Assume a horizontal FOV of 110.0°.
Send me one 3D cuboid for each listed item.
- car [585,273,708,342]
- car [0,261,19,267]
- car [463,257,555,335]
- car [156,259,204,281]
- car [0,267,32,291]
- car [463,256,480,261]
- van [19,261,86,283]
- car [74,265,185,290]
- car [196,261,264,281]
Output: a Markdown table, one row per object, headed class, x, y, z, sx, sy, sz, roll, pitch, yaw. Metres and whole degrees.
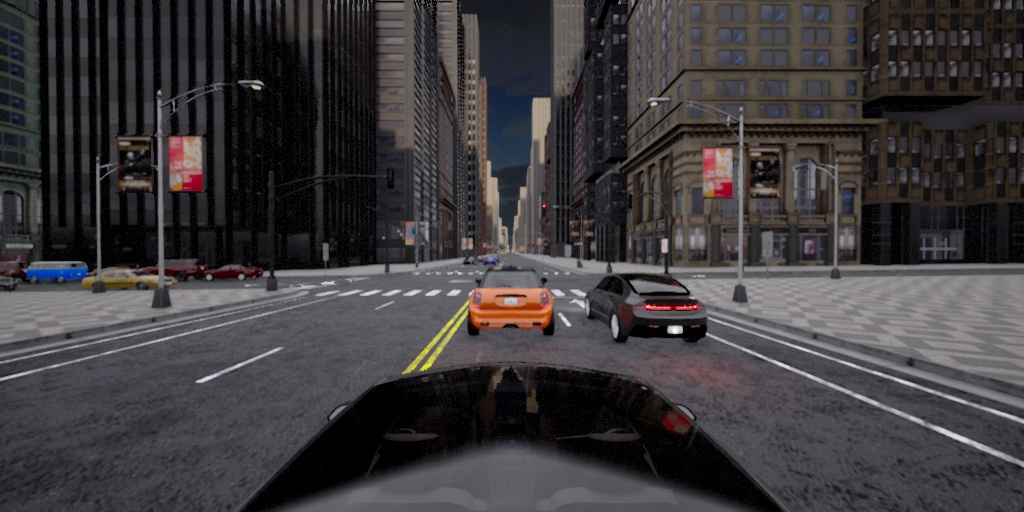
| class | x | y | z | sx | sy | sz | roll | pitch | yaw |
| --- | --- | --- | --- | --- | --- | --- | --- | --- | --- |
| car | 3.223 | 1.197 | 9.523 | 1.837 | 1.490 | 4.892 | 0 | 0 | 0 |
| car | -44.430 | 1.407 | 31.060 | 5.009 | 1.841 | 2.192 | 0 | 0 | 0 |
| car | -0.020 | 1.038 | 10.378 | 2.097 | 1.767 | 4.553 | 0 | 0 | 0 |
| car | -29.169 | 1.201 | 31.064 | 5.009 | 1.841 | 2.192 | 0 | 0 | 0 |
| car | -33.851 | 1.599 | 22.524 | 4.403 | 1.370 | 2.007 | 0 | 0 | 0 |
| car | -6.780 | 0.813 | 57.936 | 1.837 | 1.490 | 4.892 | 0 | 1 | 0 |
| van | -39.343 | 1.365 | 31.061 | 3.998 | 1.789 | 1.690 | 0 | 0 | 0 |
| car | -23.909 | 1.441 | 22.538 | 4.829 | 1.417 | 1.751 | 0 | 0 | 0 |
| car | -24.082 | 1.362 | 31.065 | 4.507 | 1.381 | 1.888 | 0 | 0 | 0 |
